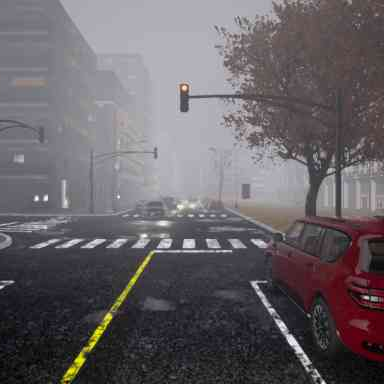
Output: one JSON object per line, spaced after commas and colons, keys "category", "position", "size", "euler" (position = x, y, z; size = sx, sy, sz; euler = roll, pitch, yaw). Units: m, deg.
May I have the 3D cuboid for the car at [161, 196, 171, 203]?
{"category": "car", "position": [-5.590, 1.632, 71.476], "size": [1.802, 1.307, 4.206], "euler": [0, 0, 0]}

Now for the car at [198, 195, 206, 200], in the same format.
{"category": "car", "position": [2.820, 1.637, 93.596], "size": [2.008, 1.369, 4.403], "euler": [0, 0, 0]}

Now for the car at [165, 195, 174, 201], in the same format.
{"category": "car", "position": [-5.576, 1.506, 82.542], "size": [1.967, 1.590, 4.097], "euler": [0, 0, 0]}

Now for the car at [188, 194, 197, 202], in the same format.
{"category": "car", "position": [0.111, 1.416, 79.366], "size": [2.097, 1.767, 4.553], "euler": [0, 0, 0]}

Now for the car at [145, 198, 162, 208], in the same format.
{"category": "car", "position": [-5.621, 1.573, 49.346], "size": [2.008, 1.369, 4.403], "euler": [0, 0, 0]}

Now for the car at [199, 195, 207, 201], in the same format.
{"category": "car", "position": [2.813, 1.620, 88.063], "size": [1.887, 1.381, 4.507], "euler": [0, 0, 0]}

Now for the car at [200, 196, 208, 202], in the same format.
{"category": "car", "position": [2.797, 1.583, 77.168], "size": [1.752, 1.417, 4.829], "euler": [0, 0, 0]}

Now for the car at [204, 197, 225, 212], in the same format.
{"category": "car", "position": [2.744, 1.557, 38.269], "size": [1.887, 1.381, 4.507], "euler": [0, 0, 0]}

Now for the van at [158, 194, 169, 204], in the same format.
{"category": "van", "position": [-5.598, 1.384, 65.945], "size": [1.690, 1.788, 3.998], "euler": [0, 0, 0]}

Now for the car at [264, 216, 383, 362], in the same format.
{"category": "car", "position": [2.700, 1.315, 5.881], "size": [2.192, 1.841, 5.009], "euler": [0, 0, 0]}

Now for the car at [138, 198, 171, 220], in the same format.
{"category": "car", "position": [-3.062, 1.512, 28.157], "size": [1.837, 1.490, 4.892], "euler": [0, -1, 0]}

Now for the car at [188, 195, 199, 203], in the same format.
{"category": "car", "position": [0.194, 1.648, 69.299], "size": [1.895, 1.301, 4.718], "euler": [0, 0, 0]}

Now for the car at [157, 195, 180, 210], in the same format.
{"category": "car", "position": [-3.039, 1.368, 43.361], "size": [2.097, 1.767, 4.553], "euler": [0, 0, 0]}

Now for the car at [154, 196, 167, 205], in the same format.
{"category": "car", "position": [-5.606, 1.476, 60.412], "size": [1.967, 1.590, 4.097], "euler": [0, 0, 0]}

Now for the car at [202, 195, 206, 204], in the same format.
{"category": "car", "position": [2.759, 1.548, 49.504], "size": [1.752, 1.417, 4.829], "euler": [0, 0, 0]}

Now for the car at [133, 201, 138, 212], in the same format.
{"category": "car", "position": [-5.636, 1.563, 38.280], "size": [2.008, 1.369, 4.403], "euler": [0, 0, 0]}

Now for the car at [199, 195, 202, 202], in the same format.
{"category": "car", "position": [2.782, 1.625, 65.932], "size": [1.802, 1.307, 4.206], "euler": [0, 0, 0]}
